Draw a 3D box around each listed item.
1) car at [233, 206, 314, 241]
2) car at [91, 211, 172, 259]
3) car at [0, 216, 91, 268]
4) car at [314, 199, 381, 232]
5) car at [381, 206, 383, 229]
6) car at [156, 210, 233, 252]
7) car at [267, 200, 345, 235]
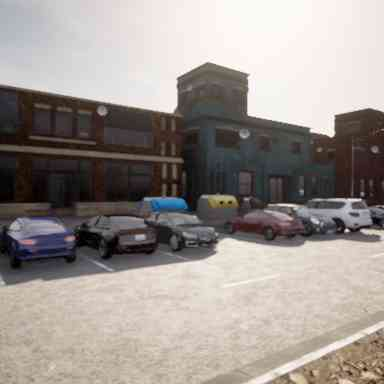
[{"bbox_3d":[3.742,1.665,17.832,2.002,1.452,4.674,1,0,-35],"label":"car"},{"bbox_3d":[-3.077,1.566,13.038,2.163,1.488,4.792,1,0,-35],"label":"car"},{"bbox_3d":[-5.326,1.549,11.405,2.002,1.452,4.674,1,0,-35],"label":"car"},{"bbox_3d":[8.363,1.438,21.145,2.435,2.045,5.566,1,0,-35],"label":"car"},{"bbox_3d":[12.929,1.787,24.312,2.163,1.488,4.792,1,0,-35],"label":"car"},{"bbox_3d":[-0.796,1.566,14.627,2.231,1.521,4.892,1,0,-35],"label":"car"},{"bbox_3d":[6.065,1.532,19.521,2.185,1.767,4.553,1,0,-35],"label":"car"}]
